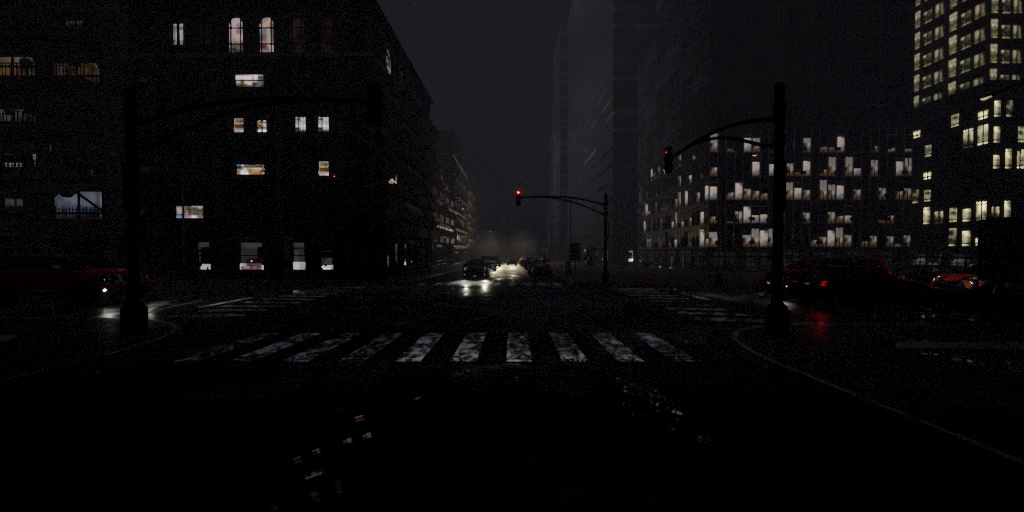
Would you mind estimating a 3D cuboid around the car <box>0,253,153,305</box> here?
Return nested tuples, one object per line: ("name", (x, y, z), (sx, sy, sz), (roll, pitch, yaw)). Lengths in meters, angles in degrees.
("car", (-18.849, 0.911, 15.324), (5.566, 2.045, 2.150), (0, 1, 1))

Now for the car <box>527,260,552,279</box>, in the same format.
("car", (2.637, 1.272, 32.457), (1.888, 1.381, 4.507), (0, 0, 0))

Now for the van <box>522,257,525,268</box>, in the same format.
("van", (2.626, 1.045, 49.394), (1.690, 1.789, 3.998), (0, 0, 0))

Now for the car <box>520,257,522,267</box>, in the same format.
("car", (2.622, 1.240, 55.040), (1.888, 1.381, 4.507), (0, 0, 0))

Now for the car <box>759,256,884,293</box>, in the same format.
("car", (15.703, 1.020, 18.076), (5.566, 2.045, 2.150), (0, 1, 1))

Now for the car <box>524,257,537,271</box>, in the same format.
("car", (2.633, 1.159, 38.102), (1.967, 1.591, 4.097), (0, 0, 0))

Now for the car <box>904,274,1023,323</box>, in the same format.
("car", (16.708, 1.445, 12.159), (4.403, 1.370, 2.007), (0, 0, 1))

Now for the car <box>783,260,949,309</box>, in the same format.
("car", (14.632, 1.191, 15.087), (4.553, 1.767, 2.097), (0, 1, 3))

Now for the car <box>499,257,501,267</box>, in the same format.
("car", (-3.089, 0.906, 62.514), (2.150, 2.045, 5.566), (0, 0, 0))

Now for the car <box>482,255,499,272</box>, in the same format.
("car", (-3.134, 0.931, 45.935), (2.150, 2.045, 5.566), (0, 0, 0))

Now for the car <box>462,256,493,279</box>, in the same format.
("car", (-3.092, 1.080, 31.749), (2.097, 1.767, 4.553), (0, 0, -1))

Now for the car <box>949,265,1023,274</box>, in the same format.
("car", (24.095, 1.189, 17.967), (4.553, 1.767, 2.097), (0, 1, 1))
